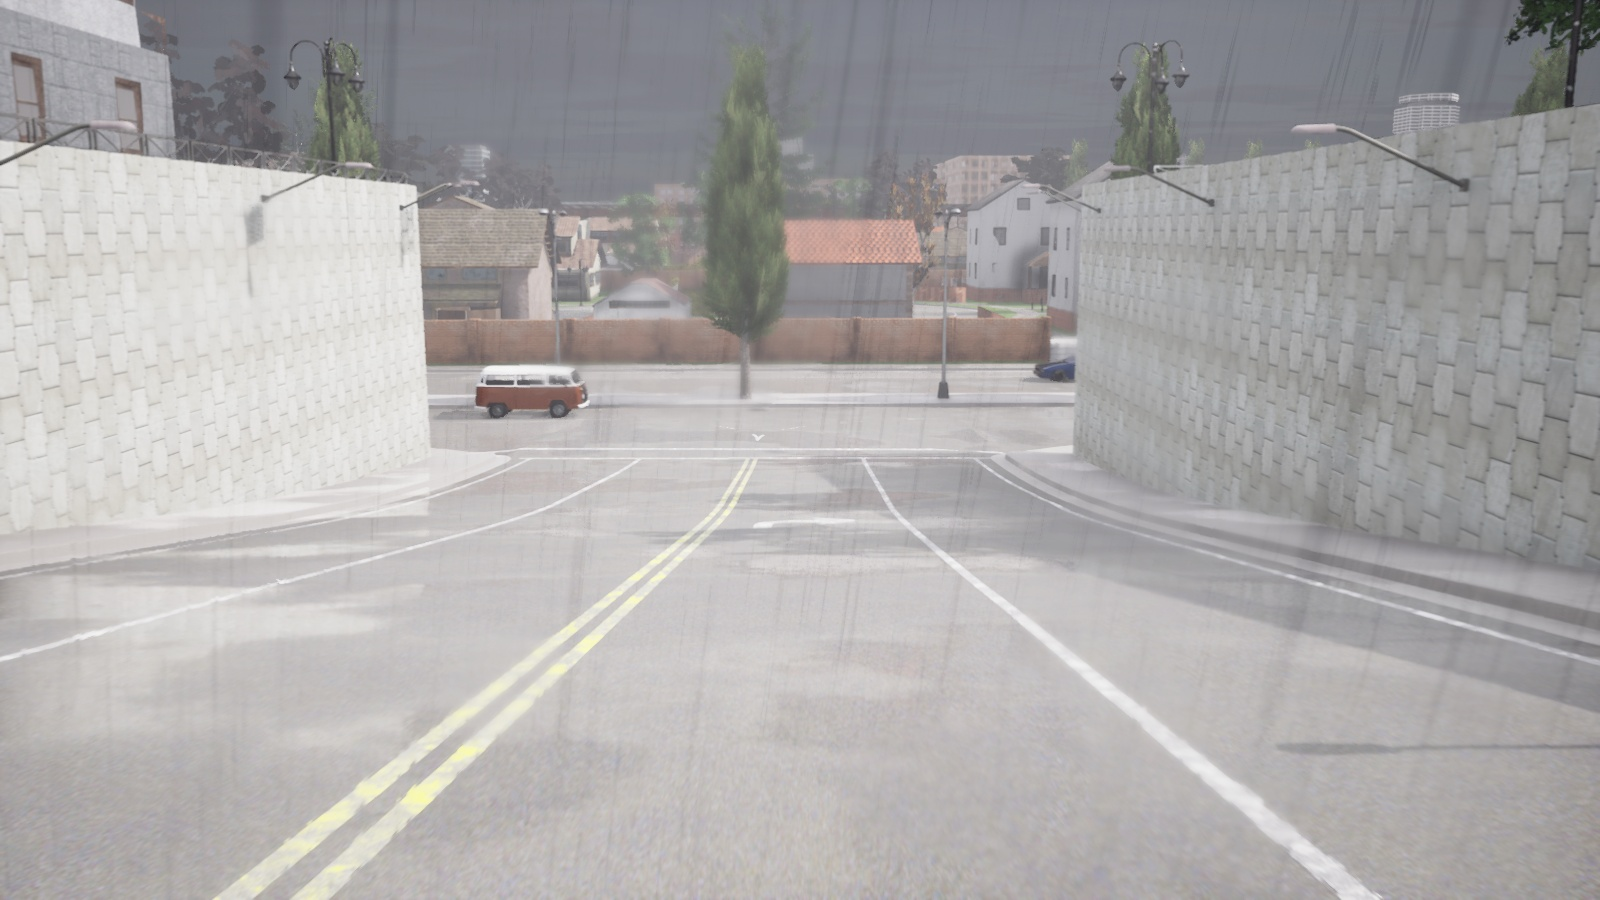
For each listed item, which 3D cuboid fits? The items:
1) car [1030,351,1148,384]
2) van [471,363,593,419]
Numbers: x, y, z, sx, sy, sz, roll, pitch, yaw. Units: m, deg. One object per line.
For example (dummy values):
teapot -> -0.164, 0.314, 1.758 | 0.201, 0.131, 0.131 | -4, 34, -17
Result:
car -> 14.392, -4.148, 62.819 | 5.357, 1.411, 2.033 | 0, 10, -1
van -> -10.832, -2.418, 51.068 | 4.480, 2.038, 2.069 | 0, 10, -1
